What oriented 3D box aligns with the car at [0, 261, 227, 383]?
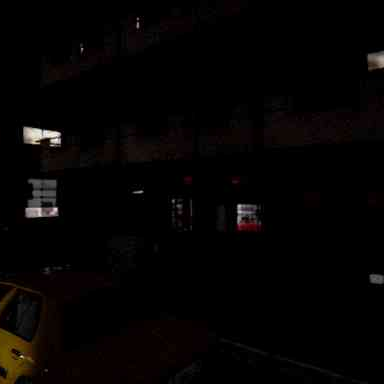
[{"bbox_3d":[-1.906,1.586,4.295,4.829,1.417,1.752,0,-2,37],"label":"car"}]
